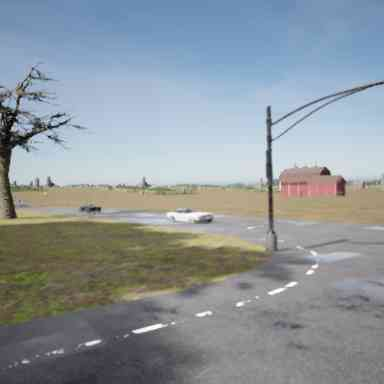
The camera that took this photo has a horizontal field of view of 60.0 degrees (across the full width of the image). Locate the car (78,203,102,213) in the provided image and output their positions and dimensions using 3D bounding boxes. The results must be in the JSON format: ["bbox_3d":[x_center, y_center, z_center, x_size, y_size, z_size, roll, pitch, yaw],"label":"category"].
[{"bbox_3d":[-14.563,2.300,47.534,1.895,1.301,4.718,-2,0,-37],"label":"car"}]

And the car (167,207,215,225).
[{"bbox_3d":[-0.178,2.014,28.823,1.895,1.301,4.718,-2,1,-38],"label":"car"}]
